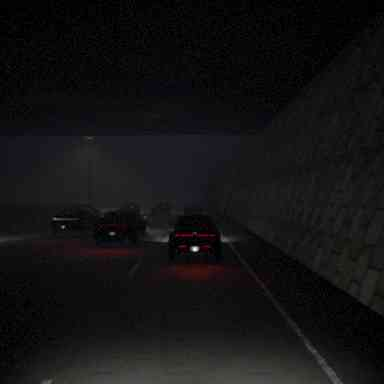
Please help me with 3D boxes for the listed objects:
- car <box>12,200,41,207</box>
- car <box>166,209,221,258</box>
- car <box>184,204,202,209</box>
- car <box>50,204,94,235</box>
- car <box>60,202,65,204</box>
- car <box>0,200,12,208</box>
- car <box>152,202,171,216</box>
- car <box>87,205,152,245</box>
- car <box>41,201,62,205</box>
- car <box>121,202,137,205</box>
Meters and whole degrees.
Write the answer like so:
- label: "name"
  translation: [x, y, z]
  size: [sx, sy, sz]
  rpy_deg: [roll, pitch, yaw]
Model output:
- label: "car"
  translation: [-24.538, 1.984, 50.279]
  size: [1.882, 1.535, 5.008]
  rpy_deg: [0, -1, 1]
- label: "car"
  translation: [0.096, 1.639, 13.368]
  size: [1.837, 1.490, 4.892]
  rpy_deg: [0, -1, 0]
- label: "car"
  translation: [0.109, 1.957, 35.617]
  size: [1.895, 1.301, 4.718]
  rpy_deg: [0, -1, 0]
- label: "car"
  translation: [-6.902, 1.695, 20.259]
  size: [2.128, 1.511, 4.902]
  rpy_deg: [0, -1, 0]
- label: "car"
  translation: [-10.394, 1.867, 31.800]
  size: [2.033, 1.411, 5.357]
  rpy_deg: [0, -1, 0]
- label: "car"
  translation: [-28.029, 2.012, 51.749]
  size: [2.128, 1.511, 4.902]
  rpy_deg: [0, 0, 0]
- label: "car"
  translation: [-3.389, 1.862, 37.008]
  size: [2.128, 1.511, 4.902]
  rpy_deg: [0, -1, 0]
- label: "car"
  translation: [-3.403, 1.645, 16.658]
  size: [1.882, 1.535, 5.008]
  rpy_deg: [0, -1, 0]
- label: "car"
  translation: [-21.034, 2.119, 51.497]
  size: [1.895, 1.301, 4.718]
  rpy_deg: [0, -1, 1]
- label: "car"
  translation: [-6.889, 1.861, 36.854]
  size: [2.128, 1.511, 4.902]
  rpy_deg: [0, -1, 0]
